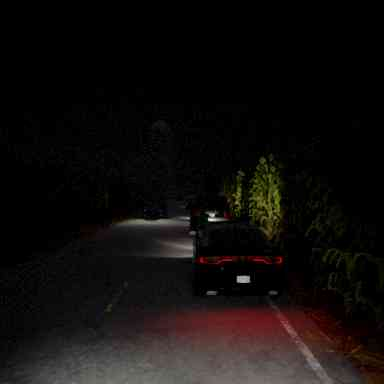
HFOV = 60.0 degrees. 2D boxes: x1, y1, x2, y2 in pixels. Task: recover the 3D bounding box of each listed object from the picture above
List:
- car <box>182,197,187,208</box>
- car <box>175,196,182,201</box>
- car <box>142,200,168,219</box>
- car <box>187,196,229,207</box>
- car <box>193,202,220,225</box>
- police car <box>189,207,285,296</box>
[{"bbox_3d":[0.025,1.547,46.780,2.033,1.411,5.357,0,0,1],"label":"car"},{"bbox_3d":[-3.135,1.574,82.710,2.033,1.411,5.357,0,0,1],"label":"car"},{"bbox_3d":[-3.194,1.477,29.441,1.882,1.535,5.008,0,0,0],"label":"car"},{"bbox_3d":[0.964,1.221,18.718,2.150,2.045,5.566,0,0,0],"label":"car"},{"bbox_3d":[0.965,1.526,24.688,1.812,1.442,4.674,0,0,0],"label":"car"},{"bbox_3d":[0.961,1.425,8.798,1.930,1.638,5.238,0,0,0],"label":"police car"}]
